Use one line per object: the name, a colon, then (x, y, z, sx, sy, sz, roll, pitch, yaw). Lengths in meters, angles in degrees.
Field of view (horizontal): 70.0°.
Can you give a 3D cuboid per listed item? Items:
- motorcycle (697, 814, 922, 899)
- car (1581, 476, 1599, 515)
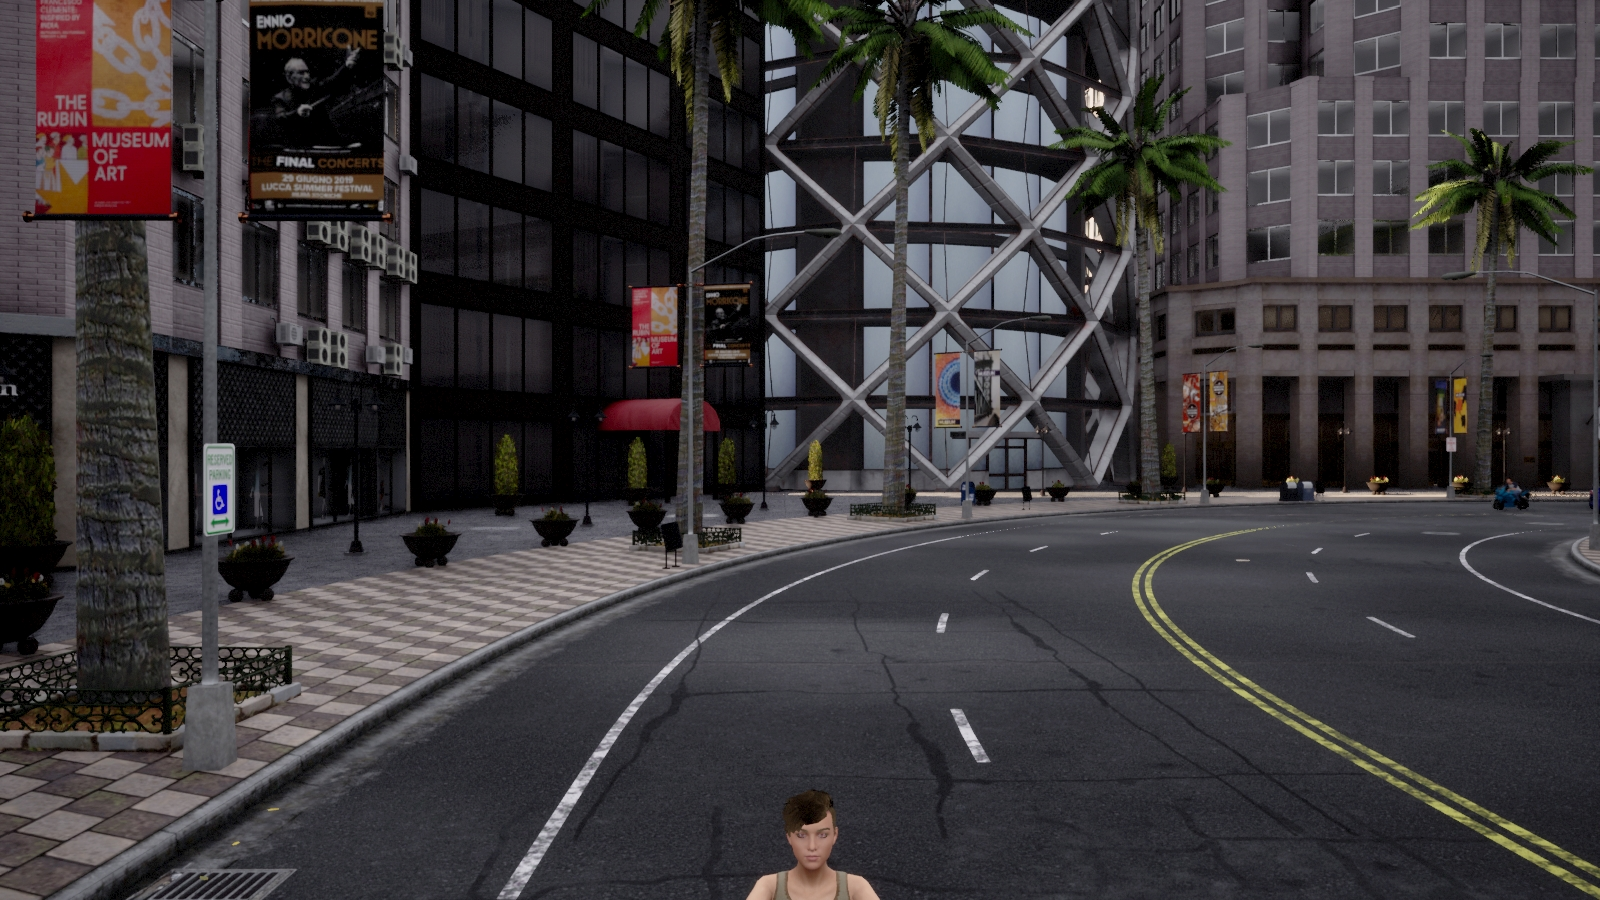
motorcycle: (0.030, 2.170, 3.616, 0.764, 1.277, 2.356, 0, 0, 1)
car: (36.842, 1.968, 49.589, 4.611, 1.667, 2.242, 0, 0, -11)
